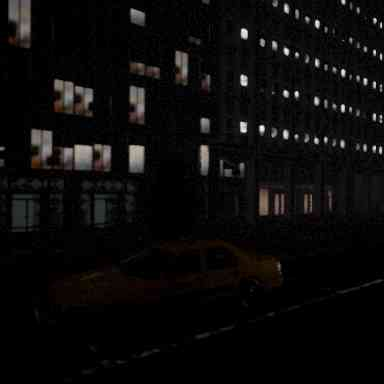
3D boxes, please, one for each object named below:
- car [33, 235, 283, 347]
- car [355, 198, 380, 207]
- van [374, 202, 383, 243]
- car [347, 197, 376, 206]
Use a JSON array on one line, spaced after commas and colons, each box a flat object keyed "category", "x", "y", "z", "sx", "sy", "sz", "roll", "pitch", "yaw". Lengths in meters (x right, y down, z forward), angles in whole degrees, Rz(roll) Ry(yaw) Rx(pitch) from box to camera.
[{"category": "car", "x": -0.322, "y": 1.536, "z": 6.324, "sx": 4.829, "sy": 1.417, "sz": 1.752, "roll": 0, "pitch": 0, "yaw": -35}, {"category": "car", "x": 26.259, "y": 1.587, "z": 49.509, "sx": 2.008, "sy": 1.369, "sz": 4.403, "roll": 1, "pitch": 0, "yaw": -35}, {"category": "van", "x": 9.086, "y": 1.390, "z": 13.033, "sx": 3.998, "sy": 1.788, "sz": 1.690, "roll": 0, "pitch": 0, "yaw": -35}, {"category": "car", "x": 30.011, "y": 1.666, "z": 58.825, "sx": 1.802, "sy": 1.307, "sz": 4.206, "roll": 1, "pitch": 0, "yaw": -35}]
